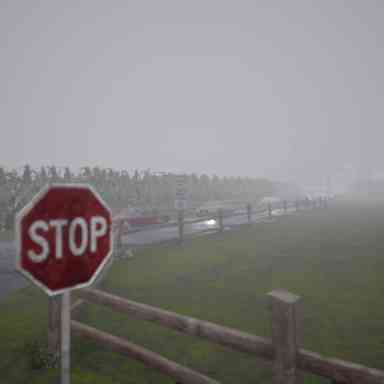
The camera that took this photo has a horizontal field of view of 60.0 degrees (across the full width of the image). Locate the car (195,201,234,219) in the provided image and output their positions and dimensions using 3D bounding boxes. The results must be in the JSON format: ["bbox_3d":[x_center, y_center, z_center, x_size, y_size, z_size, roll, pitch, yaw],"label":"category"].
[{"bbox_3d":[1.980,1.474,28.387,1.994,1.385,4.181,0,0,32],"label":"car"}]

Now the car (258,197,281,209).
[{"bbox_3d":[9.560,1.293,40.683,1.812,1.442,4.674,0,1,31],"label":"car"}]

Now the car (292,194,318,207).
[{"bbox_3d":[14.733,1.052,43.840,2.097,1.767,4.553,0,0,30],"label":"car"}]

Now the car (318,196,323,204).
[{"bbox_3d":[19.502,1.203,52.417,1.895,1.301,4.718,0,0,29],"label":"car"}]

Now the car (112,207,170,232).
[{"bbox_3d":[-3.480,1.610,20.016,1.895,1.301,4.718,0,0,34],"label":"car"}]
